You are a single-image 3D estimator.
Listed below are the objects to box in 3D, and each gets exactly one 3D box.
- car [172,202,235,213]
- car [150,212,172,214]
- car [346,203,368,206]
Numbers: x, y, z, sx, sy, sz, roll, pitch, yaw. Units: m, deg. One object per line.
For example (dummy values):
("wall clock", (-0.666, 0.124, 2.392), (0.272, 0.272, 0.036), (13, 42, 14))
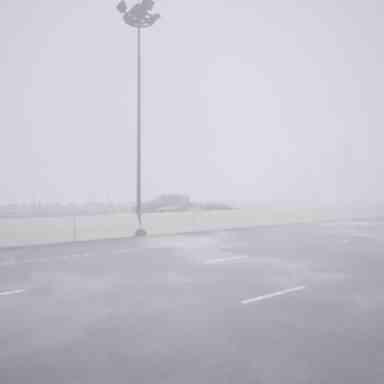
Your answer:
("car", (1.442, 1.564, 26.514), (5.357, 1.411, 2.033), (0, 0, -35))
("car", (-0.605, 1.563, 29.356), (5.357, 1.411, 2.033), (0, 0, -35))
("car", (29.337, 2.054, 59.199), (4.902, 1.511, 2.128), (1, -1, -35))
